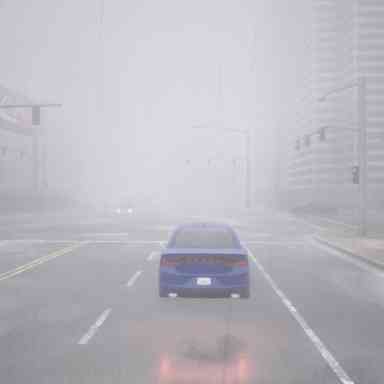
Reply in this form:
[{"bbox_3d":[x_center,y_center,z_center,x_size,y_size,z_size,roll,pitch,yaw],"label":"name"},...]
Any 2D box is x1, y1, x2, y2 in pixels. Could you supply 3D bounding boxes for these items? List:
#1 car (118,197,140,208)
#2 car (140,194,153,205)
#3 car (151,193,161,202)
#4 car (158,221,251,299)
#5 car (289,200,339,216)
[{"bbox_3d":[-9.081,1.504,47.322,1.837,1.490,4.892,0,0,2],"label":"car"},{"bbox_3d":[-8.689,1.526,58.869,1.812,1.442,4.674,0,1,2],"label":"car"},{"bbox_3d":[-8.122,1.224,73.730,2.150,2.045,5.566,0,0,2],"label":"car"},{"bbox_3d":[0.313,1.478,8.538,1.882,1.535,5.008,0,0,2],"label":"car"},{"bbox_3d":[11.891,1.526,32.641,4.674,1.442,1.812,0,0,3],"label":"car"}]
